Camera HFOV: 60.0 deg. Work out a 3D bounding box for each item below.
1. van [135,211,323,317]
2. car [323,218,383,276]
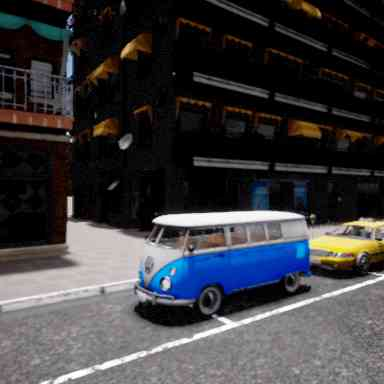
[{"bbox_3d":[0.822,1.334,7.145,3.998,1.788,1.690,0,0,-35],"label":"van"},{"bbox_3d":[5.294,1.510,10.336,4.829,1.417,1.752,0,0,-35],"label":"car"}]
